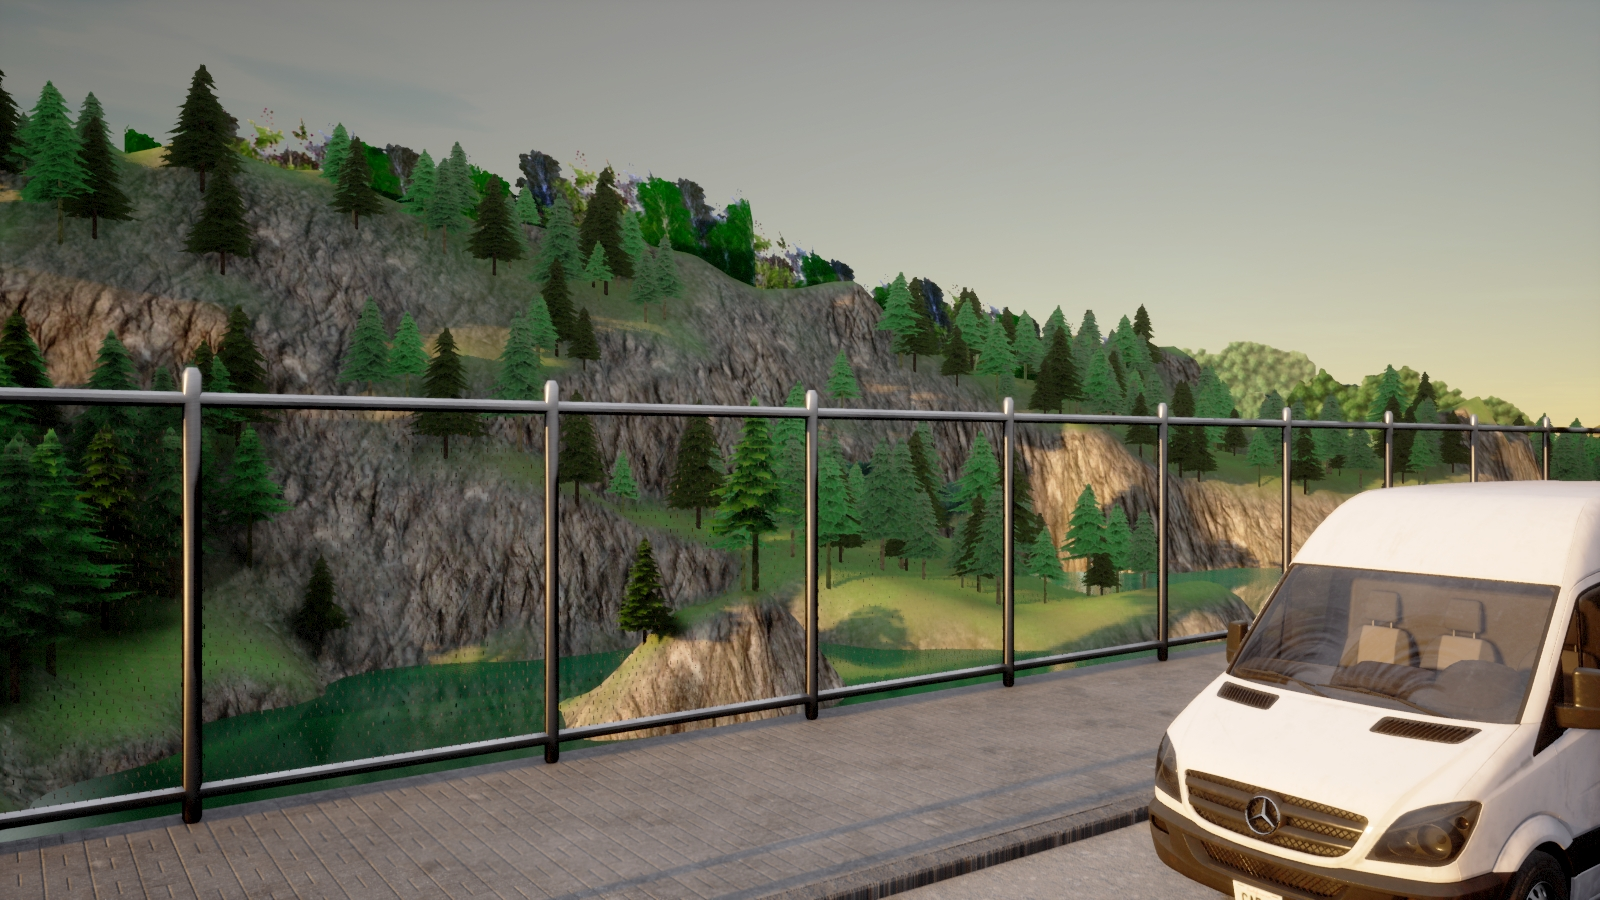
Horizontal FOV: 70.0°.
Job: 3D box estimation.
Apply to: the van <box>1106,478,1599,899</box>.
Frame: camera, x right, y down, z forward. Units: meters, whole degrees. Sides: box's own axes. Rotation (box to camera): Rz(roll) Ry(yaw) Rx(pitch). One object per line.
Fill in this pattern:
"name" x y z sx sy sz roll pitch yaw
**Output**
"van" 4.843 1.531 7.777 5.915 2.561 1.988 0 0 -35
